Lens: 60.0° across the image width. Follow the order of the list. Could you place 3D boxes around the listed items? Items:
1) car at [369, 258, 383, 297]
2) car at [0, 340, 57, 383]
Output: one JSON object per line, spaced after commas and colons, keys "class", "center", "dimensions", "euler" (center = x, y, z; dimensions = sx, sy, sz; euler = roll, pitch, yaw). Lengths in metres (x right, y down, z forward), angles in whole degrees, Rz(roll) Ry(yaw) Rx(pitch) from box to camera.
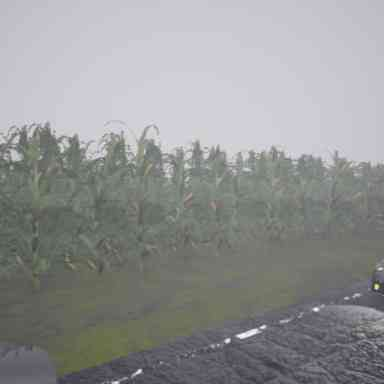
{"class": "car", "center": [5.716, 1.582, 7.267], "dimensions": [4.181, 1.385, 1.994], "euler": [0, 0, -36]}
{"class": "car", "center": [-2.914, 1.519, 0.942], "dimensions": [4.892, 1.490, 1.837], "euler": [1, -1, -36]}
